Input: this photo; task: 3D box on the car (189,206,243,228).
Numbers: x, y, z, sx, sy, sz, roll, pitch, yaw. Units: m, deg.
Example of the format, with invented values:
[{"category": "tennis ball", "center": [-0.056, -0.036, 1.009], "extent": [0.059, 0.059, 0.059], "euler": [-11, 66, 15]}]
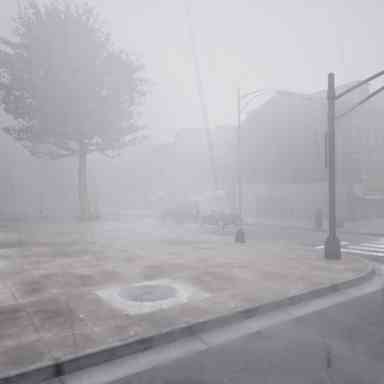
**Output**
[{"category": "car", "center": [2.046, 1.996, 25.986], "extent": [2.008, 1.369, 4.403], "euler": [-3, 0, -35]}]

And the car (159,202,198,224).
[{"category": "car", "center": [-1.163, 1.896, 30.501], "extent": [2.192, 1.841, 5.009], "euler": [-3, 0, -35]}]

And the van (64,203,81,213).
[{"category": "van", "center": [-20.345, 2.750, 57.599], "extent": [1.690, 1.788, 3.998], "euler": [-3, 0, -35]}]

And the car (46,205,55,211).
[{"category": "car", "center": [-29.925, 3.415, 71.148], "extent": [1.802, 1.307, 4.206], "euler": [-3, 0, -35]}]

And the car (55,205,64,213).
[{"category": "car", "center": [-23.631, 3.079, 62.254], "extent": [1.752, 1.417, 4.829], "euler": [-3, 0, -35]}]
